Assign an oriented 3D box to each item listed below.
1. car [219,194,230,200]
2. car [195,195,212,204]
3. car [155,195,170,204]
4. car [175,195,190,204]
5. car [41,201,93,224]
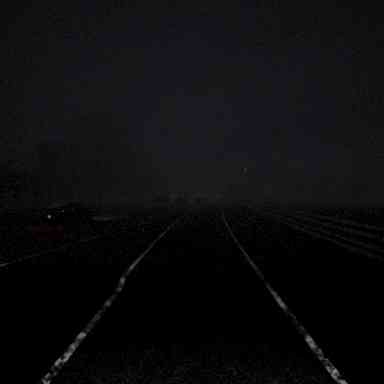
[{"bbox_3d":[9.698,1.579,94.634,1.895,1.301,4.718,0,0,15],"label":"car"},{"bbox_3d":[1.835,1.505,60.739,1.895,1.301,4.718,0,0,12],"label":"car"},{"bbox_3d":[-5.302,1.410,60.675,1.837,1.490,4.892,0,0,12],"label":"car"},{"bbox_3d":[-1.722,1.410,60.701,1.837,1.490,4.892,0,0,12],"label":"car"},{"bbox_3d":[-8.554,1.352,23.084,1.812,1.442,4.674,0,0,9],"label":"car"}]
